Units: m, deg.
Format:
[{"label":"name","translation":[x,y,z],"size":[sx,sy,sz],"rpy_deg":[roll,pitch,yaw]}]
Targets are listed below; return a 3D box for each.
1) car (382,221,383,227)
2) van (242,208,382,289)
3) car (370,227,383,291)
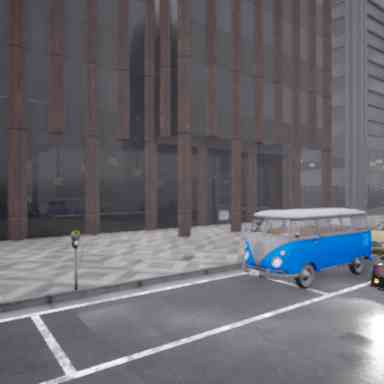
[{"label":"car","translation":[7.616,1.531,12.080],"size":[4.829,1.417,1.752],"rpy_deg":[0,0,-35]},{"label":"van","translation":[3.165,1.344,8.907],"size":[3.998,1.788,1.690],"rpy_deg":[0,0,-35]},{"label":"car","translation":[5.925,1.567,7.600],"size":[4.181,1.385,1.994],"rpy_deg":[0,0,-36]}]
